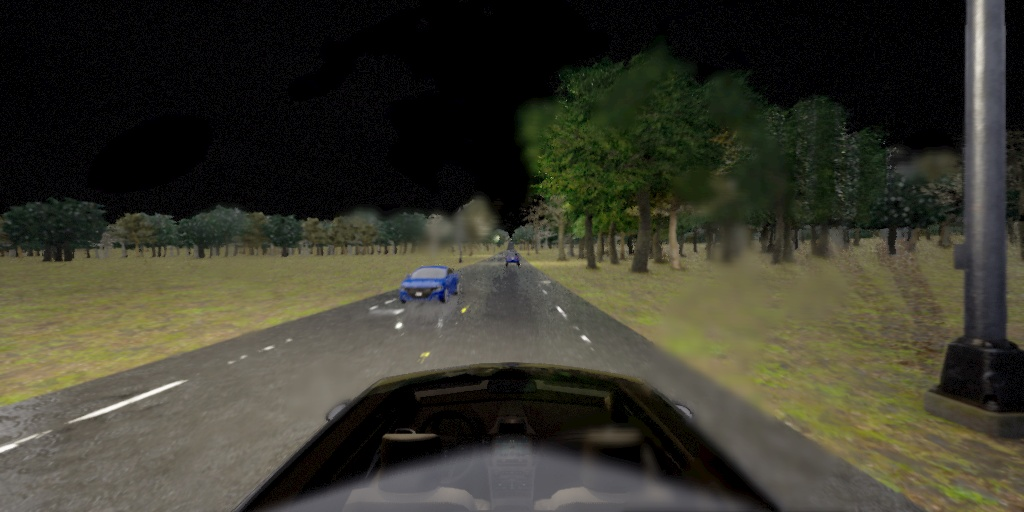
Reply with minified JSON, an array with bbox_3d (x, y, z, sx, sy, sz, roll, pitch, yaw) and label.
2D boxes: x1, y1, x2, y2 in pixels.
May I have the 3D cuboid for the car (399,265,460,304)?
[{"bbox_3d":[-3.588,1.181,16.333,1.882,1.535,5.008,0,0,0],"label":"car"}]

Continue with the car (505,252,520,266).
[{"bbox_3d":[0.101,0.445,57.897,2.150,2.045,5.566,0,0,0],"label":"car"}]
